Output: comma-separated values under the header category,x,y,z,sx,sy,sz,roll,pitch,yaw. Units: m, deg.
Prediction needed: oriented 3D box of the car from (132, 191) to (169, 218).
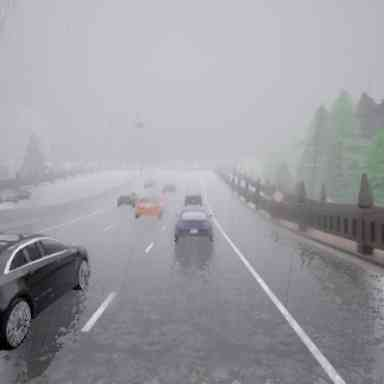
category,x,y,z,sx,sy,sz,roll,pitch,yaw
car,-3.383,1.121,27.904,2.097,1.767,4.553,0,3,0

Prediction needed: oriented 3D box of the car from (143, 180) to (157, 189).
category,x,y,z,sx,sy,sz,roll,pitch,yaw
car,-6.843,-1.339,54.802,2.033,1.411,5.357,0,7,0

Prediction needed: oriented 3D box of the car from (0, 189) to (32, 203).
category,x,y,z,sx,sy,sz,roll,pitch,yaw
car,-20.928,0.410,39.554,2.128,1.511,4.902,0,6,0

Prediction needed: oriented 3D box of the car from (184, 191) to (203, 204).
category,x,y,z,sx,sy,sz,roll,pitch,yaw
car,0.163,0.569,37.628,1.882,1.535,5.008,0,5,0

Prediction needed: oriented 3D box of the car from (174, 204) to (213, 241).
category,x,y,z,sx,sy,sz,roll,pitch,yaw
car,0.090,1.571,16.951,1.812,1.442,4.674,0,0,0

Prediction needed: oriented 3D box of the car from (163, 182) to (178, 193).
category,x,y,z,sx,sy,sz,roll,pitch,yaw
car,-3.304,-0.776,49.875,1.837,1.490,4.892,0,8,1

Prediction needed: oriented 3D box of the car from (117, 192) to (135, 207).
category,x,y,z,sx,sy,sz,roll,pitch,yaw
car,-6.844,0.723,36.272,1.837,1.490,4.892,0,5,0

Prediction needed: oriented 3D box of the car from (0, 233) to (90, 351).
category,x,y,z,sx,sy,sz,roll,pitch,yaw
car,-3.400,1.513,6.210,2.128,1.511,4.902,0,0,0
